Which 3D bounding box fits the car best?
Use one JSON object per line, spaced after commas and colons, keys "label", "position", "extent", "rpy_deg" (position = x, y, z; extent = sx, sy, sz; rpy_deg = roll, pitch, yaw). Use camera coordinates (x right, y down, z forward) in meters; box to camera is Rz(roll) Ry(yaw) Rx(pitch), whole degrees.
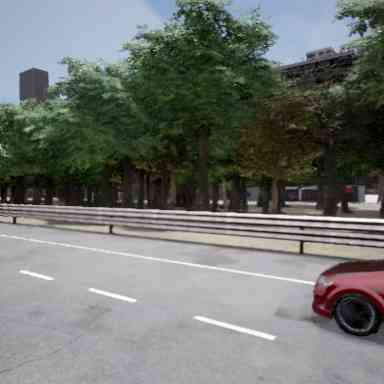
{"label": "car", "position": [4.123, 1.567, 5.228], "extent": [4.181, 1.385, 1.994], "rpy_deg": [0, 0, 36]}
